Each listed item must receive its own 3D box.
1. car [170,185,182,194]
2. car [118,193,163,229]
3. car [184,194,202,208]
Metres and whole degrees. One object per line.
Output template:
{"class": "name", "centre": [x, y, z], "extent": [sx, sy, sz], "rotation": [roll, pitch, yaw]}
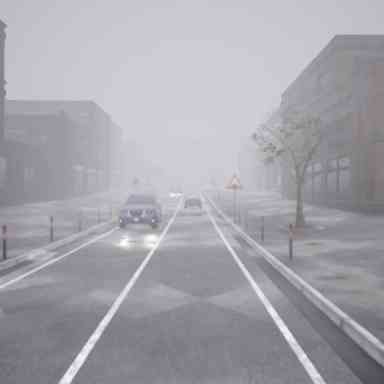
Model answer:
{"class": "car", "centre": [-2.932, -0.553, 62.173], "extent": [2.128, 1.511, 4.902], "rotation": [0, 3, 1]}
{"class": "car", "centre": [-3.105, 1.114, 21.109], "extent": [2.150, 2.045, 5.566], "rotation": [0, 1, 0]}
{"class": "car", "centre": [0.112, 0.932, 36.780], "extent": [1.812, 1.442, 4.674], "rotation": [0, 3, 0]}
